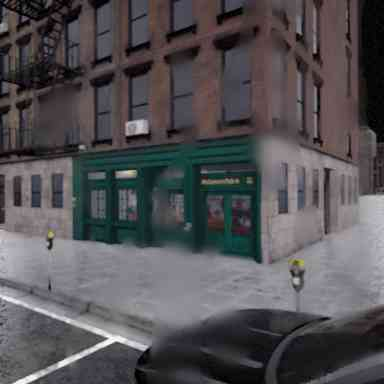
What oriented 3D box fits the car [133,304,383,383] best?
[{"bbox_3d":[1.772,1.475,2.008,5.008,1.535,1.882,0,0,36],"label":"car"}]
